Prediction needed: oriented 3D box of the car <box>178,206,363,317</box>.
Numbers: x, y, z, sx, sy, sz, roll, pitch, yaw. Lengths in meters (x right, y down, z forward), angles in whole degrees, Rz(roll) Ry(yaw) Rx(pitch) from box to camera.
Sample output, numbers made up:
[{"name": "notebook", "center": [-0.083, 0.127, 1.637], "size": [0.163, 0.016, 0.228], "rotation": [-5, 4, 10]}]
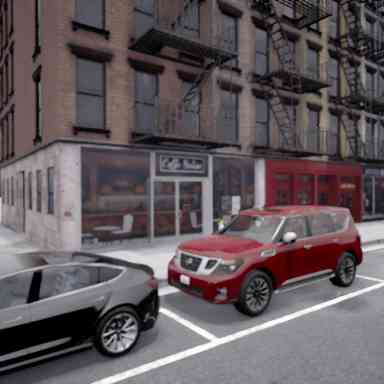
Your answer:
[{"name": "car", "center": [1.910, 1.279, 7.590], "size": [5.009, 1.841, 2.192], "rotation": [0, 0, -36]}]

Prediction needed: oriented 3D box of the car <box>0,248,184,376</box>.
[{"name": "car", "center": [-2.477, 1.563, 4.433], "size": [4.313, 1.339, 1.947], "rotation": [0, 0, -36]}]
